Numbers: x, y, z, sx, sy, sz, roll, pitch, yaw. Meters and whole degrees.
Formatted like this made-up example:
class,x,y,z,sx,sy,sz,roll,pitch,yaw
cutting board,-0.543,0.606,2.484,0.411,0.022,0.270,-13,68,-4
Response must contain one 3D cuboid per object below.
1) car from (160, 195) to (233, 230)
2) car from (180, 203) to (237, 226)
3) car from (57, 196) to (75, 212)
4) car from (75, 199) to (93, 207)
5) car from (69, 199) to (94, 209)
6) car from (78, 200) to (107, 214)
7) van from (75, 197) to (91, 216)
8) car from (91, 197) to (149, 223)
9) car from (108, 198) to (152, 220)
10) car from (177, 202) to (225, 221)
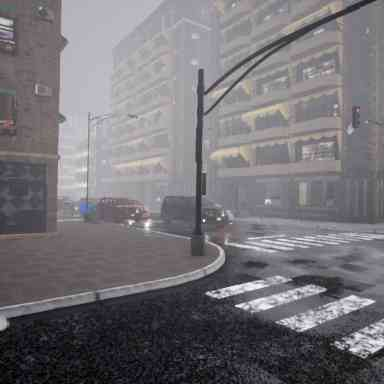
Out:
class,x,y,z,sx,sy,sz,roll,pitch,yaw
car,-0.023,1.249,21.802,2.150,2.045,5.566,1,-1,-36
car,1.145,1.620,25.157,1.812,1.442,4.674,1,-1,-35
car,-15.310,1.368,39.044,2.192,1.841,5.009,1,-1,-35
car,-18.587,1.866,57.239,1.802,1.307,4.206,1,-1,-35
car,-16.924,1.755,50.656,2.033,1.411,5.357,1,-1,-35
car,-11.332,1.657,37.731,1.994,1.385,4.181,1,-1,-35
van,-8.848,1.354,29.956,1.690,1.788,3.998,1,-1,-35
car,-5.615,1.309,25.412,2.192,1.841,5.009,1,-1,-35
car,-5.596,1.410,29.647,2.097,1.767,4.553,1,-1,-35
car,0.703,1.685,30.116,1.752,1.417,4.829,1,-1,-35
